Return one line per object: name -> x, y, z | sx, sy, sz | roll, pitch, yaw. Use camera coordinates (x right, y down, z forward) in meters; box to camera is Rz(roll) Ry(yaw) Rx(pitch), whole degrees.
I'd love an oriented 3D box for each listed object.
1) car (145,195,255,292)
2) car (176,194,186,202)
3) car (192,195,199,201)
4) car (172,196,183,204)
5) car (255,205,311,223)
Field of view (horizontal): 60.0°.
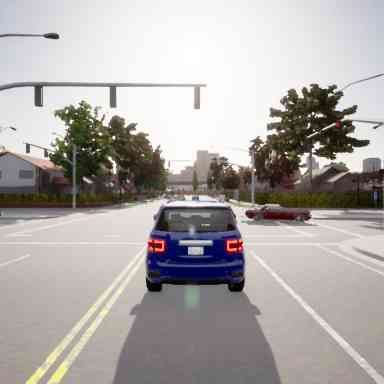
car -> 0.074, 1.222, 9.098 | 2.150, 2.045, 5.566 | 0, 0, 0
car -> -2.602, 1.355, 78.760 | 2.097, 1.767, 4.553 | 0, 0, 0
car -> 0.961, 1.478, 88.056 | 1.882, 1.535, 5.008 | 0, 0, 0
car -> -2.756, 1.564, 63.959 | 1.994, 1.385, 4.181 | 0, 0, 1
car -> 6.465, 1.601, 24.964 | 4.718, 1.301, 1.895 | 0, 0, 15
